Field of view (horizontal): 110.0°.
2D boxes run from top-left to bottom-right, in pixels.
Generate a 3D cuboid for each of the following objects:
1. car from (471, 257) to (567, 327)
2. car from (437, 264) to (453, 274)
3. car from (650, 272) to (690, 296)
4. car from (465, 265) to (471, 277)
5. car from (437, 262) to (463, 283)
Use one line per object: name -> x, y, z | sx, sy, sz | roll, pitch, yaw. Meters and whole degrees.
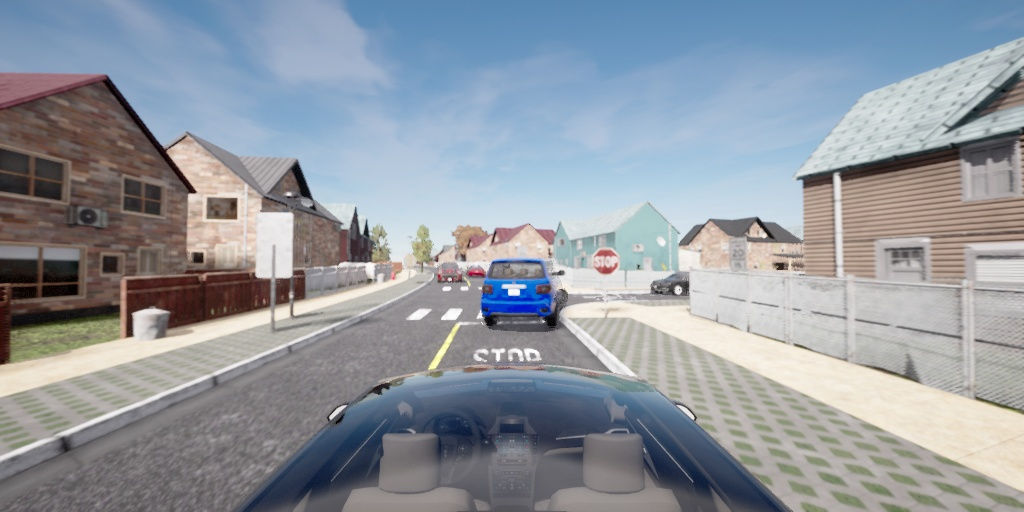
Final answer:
car -> 0.554, 1.071, 12.184 | 2.150, 2.045, 5.566 | -1, 0, 11
car -> -9.555, 1.841, 50.956 | 1.895, 1.301, 4.718 | 0, -1, -15
car -> 11.288, 1.756, 23.252 | 4.892, 1.490, 1.837 | 1, -2, -18
car -> -4.363, 1.717, 42.000 | 1.994, 1.385, 4.181 | 0, -1, -12
car -> -5.503, 1.388, 31.876 | 2.097, 1.767, 4.553 | 0, -1, -9
